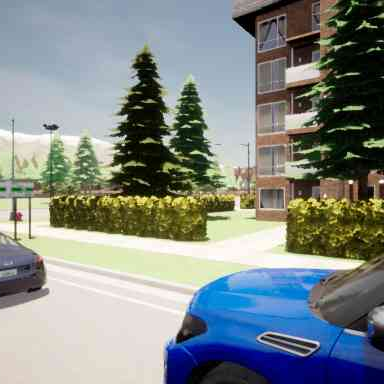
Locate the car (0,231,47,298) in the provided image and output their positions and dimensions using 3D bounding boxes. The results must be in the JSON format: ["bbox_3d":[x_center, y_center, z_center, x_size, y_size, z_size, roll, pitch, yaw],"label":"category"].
[{"bbox_3d":[-5.238,1.564,7.698,4.181,1.385,1.994,0,0,36],"label":"car"}]

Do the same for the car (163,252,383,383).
[{"bbox_3d":[2.377,1.221,2.293,5.566,2.045,2.150,0,0,36],"label":"car"}]
